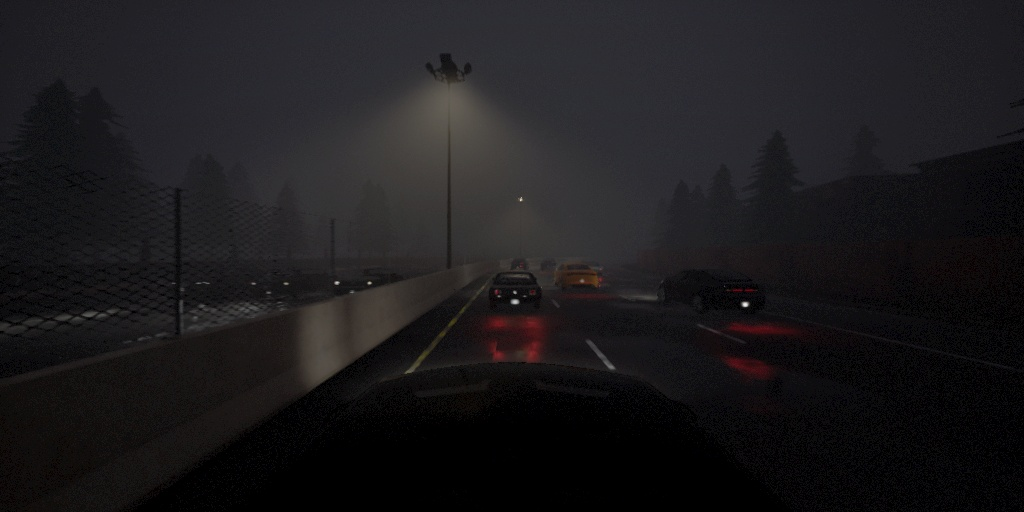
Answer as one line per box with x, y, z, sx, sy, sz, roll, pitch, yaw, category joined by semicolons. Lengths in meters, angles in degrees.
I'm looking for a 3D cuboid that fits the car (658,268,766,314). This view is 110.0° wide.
7.112;1.189;13.342;1.837;1.490;4.892;0;1;0;car

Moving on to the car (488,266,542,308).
0.113;1.276;14.631;1.895;1.301;4.718;0;0;0;car

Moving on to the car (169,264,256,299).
-13.992;1.148;17.644;2.128;1.511;4.902;0;0;0;car

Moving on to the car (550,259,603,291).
3.617;1.116;20.929;1.882;1.535;5.008;0;0;0;car

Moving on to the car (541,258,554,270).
4.800;0.984;45.967;2.128;1.511;4.902;0;0;10;car

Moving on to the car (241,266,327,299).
-10.492;1.256;17.670;1.895;1.301;4.718;0;0;0;car

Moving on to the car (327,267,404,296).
-6.989;1.255;17.935;1.895;1.301;4.718;0;0;0;car

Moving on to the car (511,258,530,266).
1.052;1.007;44.365;1.837;1.490;4.892;-1;0;8;car
